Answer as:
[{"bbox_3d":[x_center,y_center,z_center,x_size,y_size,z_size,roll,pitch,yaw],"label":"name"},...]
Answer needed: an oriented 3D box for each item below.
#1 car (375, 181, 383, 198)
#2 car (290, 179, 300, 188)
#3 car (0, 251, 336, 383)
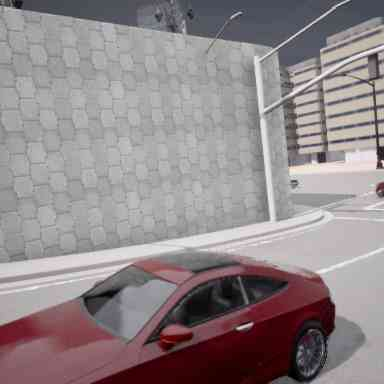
[{"bbox_3d":[13.163,-0.408,19.594,1.994,1.385,4.181,-10,6,-35],"label":"car"},{"bbox_3d":[8.150,-0.895,32.714,1.895,1.301,4.718,-10,6,-35],"label":"car"},{"bbox_3d":[-0.195,1.509,3.839,4.674,1.442,1.812,-1,1,-35],"label":"car"}]
